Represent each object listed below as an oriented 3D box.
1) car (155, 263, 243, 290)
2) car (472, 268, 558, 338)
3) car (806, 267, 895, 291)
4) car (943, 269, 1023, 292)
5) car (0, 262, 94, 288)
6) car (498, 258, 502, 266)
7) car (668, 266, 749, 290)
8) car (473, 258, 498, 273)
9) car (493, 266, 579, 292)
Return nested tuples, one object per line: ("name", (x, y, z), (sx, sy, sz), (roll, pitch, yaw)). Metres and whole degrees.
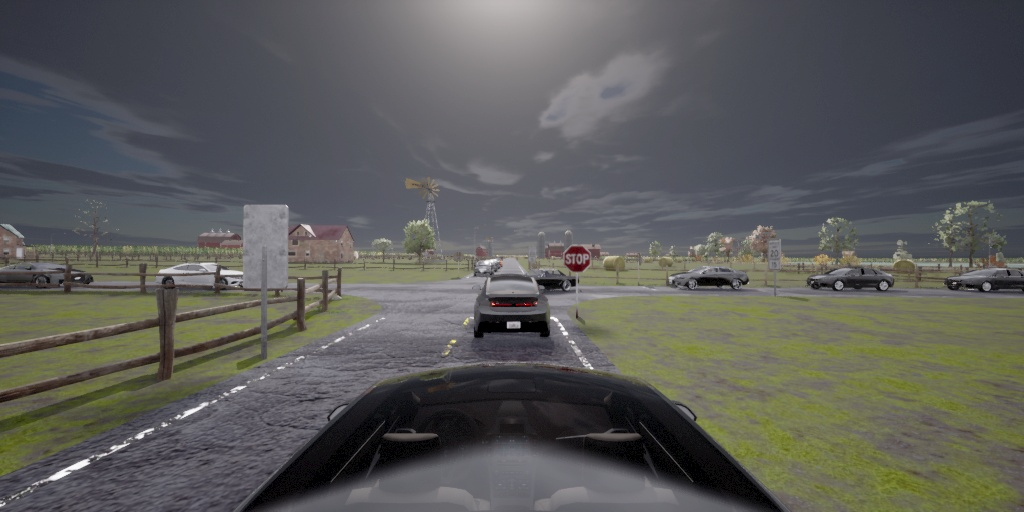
("car", (-17.233, 1.103, 20.192), (4.674, 1.442, 1.812), (1, -1, -1))
("car", (-0.069, 1.256, 10.225), (1.837, 1.490, 4.892), (0, 0, -3))
("car", (22.213, 1.499, 23.657), (4.892, 1.490, 1.837), (1, -1, -1))
("car", (31.716, 1.587, 23.772), (4.892, 1.490, 1.837), (1, -1, -1))
("car", (-26.353, 1.048, 20.076), (4.181, 1.385, 1.994), (1, -1, -1))
("car", (-2.825, 1.241, 46.359), (2.128, 1.511, 4.902), (0, 0, 0))
("car", (12.811, 1.397, 23.491), (4.902, 1.511, 2.128), (1, -1, -2))
("car", (-2.838, 1.243, 36.913), (2.128, 1.511, 4.902), (0, 0, 0))
("car", (1.510, 1.369, 20.270), (4.718, 1.301, 1.895), (1, 0, -35))
